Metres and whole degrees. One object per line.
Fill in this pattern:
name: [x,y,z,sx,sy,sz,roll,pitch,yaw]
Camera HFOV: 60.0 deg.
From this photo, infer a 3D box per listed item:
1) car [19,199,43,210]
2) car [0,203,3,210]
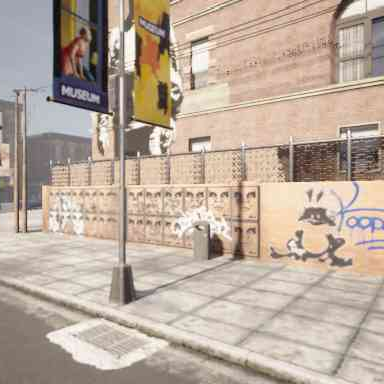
car: [-21.607,1.611,44.670,1.812,1.442,4.674,0,0,15]
car: [-25.874,1.613,41.546,1.812,1.442,4.674,0,0,8]
